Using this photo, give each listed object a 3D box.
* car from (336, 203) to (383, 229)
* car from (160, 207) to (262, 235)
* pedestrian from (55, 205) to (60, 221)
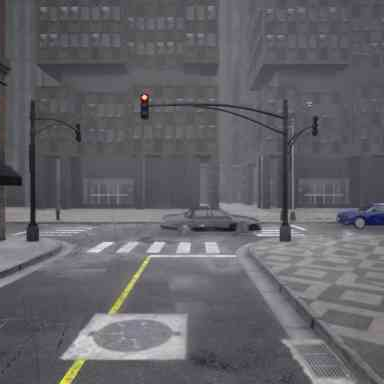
[{"bbox_3d":[11.810,1.458,21.085,5.008,1.535,1.882,0,0,1],"label":"car"},{"bbox_3d":[0.961,1.543,18.015,5.357,1.411,2.033,0,0,1],"label":"car"},{"bbox_3d":[-9.819,1.532,24.377,0.500,1.100,0.500,0,0,1],"label":"pedestrian"}]
